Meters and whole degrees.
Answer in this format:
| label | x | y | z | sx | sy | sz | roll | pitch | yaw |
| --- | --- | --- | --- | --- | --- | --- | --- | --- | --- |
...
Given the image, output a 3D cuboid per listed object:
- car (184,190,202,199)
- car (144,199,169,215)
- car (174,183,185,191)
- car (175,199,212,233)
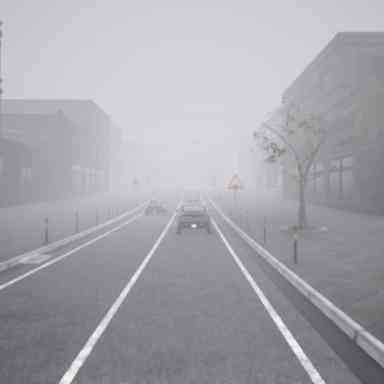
| label | x | y | z | sx | sy | sz | roll | pitch | yaw |
| --- | --- | --- | --- | --- | --- | --- | --- | --- | --- |
| car | 0.099 | 0.923 | 37.661 | 2.033 | 1.411 | 5.357 | 0 | 3 | 0 |
| car | -3.098 | 1.275 | 29.758 | 1.895 | 1.301 | 4.718 | 0 | 1 | 0 |
| car | -2.617 | -1.078 | 70.632 | 2.097 | 1.767 | 4.553 | 0 | 2 | 3 |
| car | 0.103 | 1.434 | 19.411 | 1.837 | 1.490 | 4.892 | 0 | 1 | 0 |
